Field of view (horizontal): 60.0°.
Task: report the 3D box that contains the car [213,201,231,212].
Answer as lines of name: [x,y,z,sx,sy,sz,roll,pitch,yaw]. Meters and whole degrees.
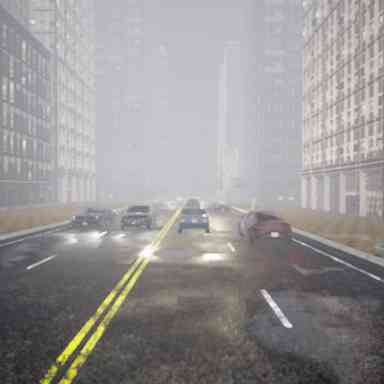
car: [3.346,1.662,38.746,1.895,1.301,4.718,0,0,0]

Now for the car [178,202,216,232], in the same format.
car: [0.099,1.584,20.182,2.033,1.411,5.357,0,0,0]

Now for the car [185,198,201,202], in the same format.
car: [0.096,1.571,41.773,1.837,1.490,4.892,0,0,0]

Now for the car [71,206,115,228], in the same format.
car: [-6.559,1.641,22.618,1.895,1.301,4.718,0,0,0]

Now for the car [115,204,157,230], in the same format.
car: [-3.317,1.545,21.355,1.837,1.490,4.892,0,-1,0]

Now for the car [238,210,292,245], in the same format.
car: [3.349,1.554,15.739,1.812,1.442,4.674,0,0,0]
